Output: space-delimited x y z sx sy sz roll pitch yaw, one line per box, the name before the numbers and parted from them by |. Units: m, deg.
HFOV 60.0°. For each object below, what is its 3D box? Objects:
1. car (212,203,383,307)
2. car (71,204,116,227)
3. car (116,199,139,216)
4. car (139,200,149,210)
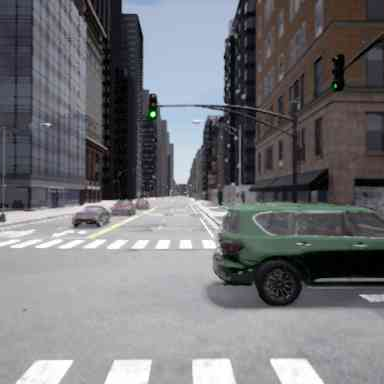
car | 3.246 1.285 7.685 5.566 2.045 2.150 0 0 -1
car | -7.274 1.751 24.561 2.033 1.411 5.357 0 -1 -4
car | -7.534 1.675 36.932 2.097 1.767 4.553 0 -1 -1
car | -7.870 1.950 52.452 1.882 1.535 5.008 0 -1 -1
